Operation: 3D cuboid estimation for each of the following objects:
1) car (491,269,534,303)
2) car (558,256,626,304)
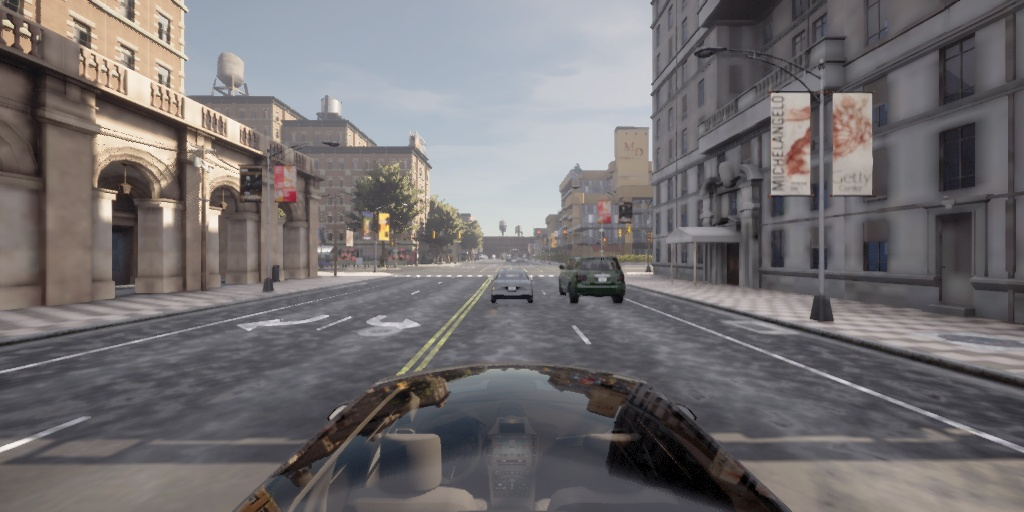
[{"bbox_3d":[-0.001,1.311,16.503,2.033,1.411,5.357,0,0,0],"label":"car"},{"bbox_3d":[3.499,1.006,16.540,2.150,2.045,5.566,0,0,0],"label":"car"}]
